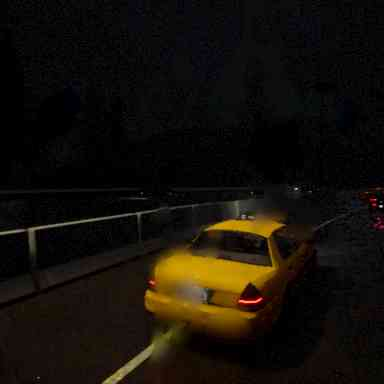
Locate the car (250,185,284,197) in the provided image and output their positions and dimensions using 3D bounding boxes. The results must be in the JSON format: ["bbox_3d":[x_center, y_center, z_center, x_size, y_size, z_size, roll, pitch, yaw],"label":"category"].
[{"bbox_3d":[9.721,-0.150,41.505,1.882,1.535,5.008,3,3,40],"label":"car"}]

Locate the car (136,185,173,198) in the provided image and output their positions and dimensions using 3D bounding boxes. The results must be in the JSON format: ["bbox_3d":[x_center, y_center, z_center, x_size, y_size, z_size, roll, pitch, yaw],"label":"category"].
[{"bbox_3d":[-3.918,-0.096,35.363,1.994,1.385,4.181,3,3,36],"label":"car"}]

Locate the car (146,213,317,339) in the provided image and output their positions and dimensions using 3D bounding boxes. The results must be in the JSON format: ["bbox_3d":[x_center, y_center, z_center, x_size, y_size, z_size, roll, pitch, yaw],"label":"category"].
[{"bbox_3d":[1.249,1.182,6.461,1.801,1.575,5.366,3,3,28],"label":"car"}]

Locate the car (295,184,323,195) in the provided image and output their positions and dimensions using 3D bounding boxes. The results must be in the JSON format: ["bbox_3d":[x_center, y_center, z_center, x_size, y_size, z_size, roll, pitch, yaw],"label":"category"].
[{"bbox_3d":[14.853,-0.188,42.085,2.097,1.767,4.553,3,3,41],"label":"car"}]

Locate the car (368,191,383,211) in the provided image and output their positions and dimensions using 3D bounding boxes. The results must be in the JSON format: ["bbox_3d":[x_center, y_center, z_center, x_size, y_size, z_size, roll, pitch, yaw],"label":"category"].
[{"bbox_3d":[14.908,0.699,25.487,1.837,1.490,4.892,3,3,38],"label":"car"}]

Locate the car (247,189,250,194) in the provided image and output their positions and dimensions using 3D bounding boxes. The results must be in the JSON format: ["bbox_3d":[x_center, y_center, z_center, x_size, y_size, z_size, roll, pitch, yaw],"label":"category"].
[{"bbox_3d":[9.911,-0.320,47.071,2.033,1.411,5.357,3,3,41],"label":"car"}]
